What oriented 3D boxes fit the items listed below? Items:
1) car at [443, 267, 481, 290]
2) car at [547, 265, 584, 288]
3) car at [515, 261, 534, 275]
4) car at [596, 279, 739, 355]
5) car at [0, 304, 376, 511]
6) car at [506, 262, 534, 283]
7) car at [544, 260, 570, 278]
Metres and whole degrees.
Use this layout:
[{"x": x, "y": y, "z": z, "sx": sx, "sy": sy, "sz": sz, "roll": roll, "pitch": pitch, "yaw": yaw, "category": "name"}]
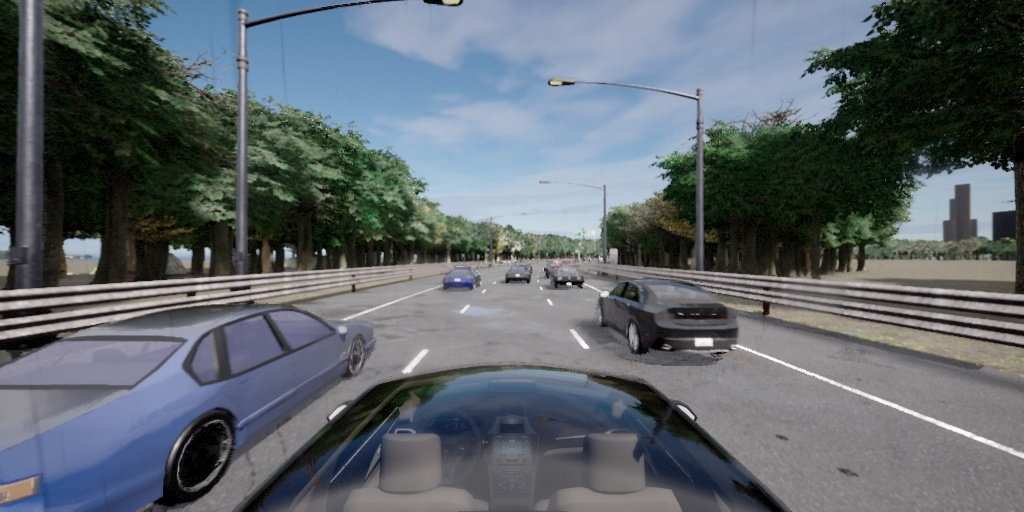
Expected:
[{"x": -3.190, "y": 1.421, "z": 23.492, "sx": 1.994, "sy": 1.385, "sz": 4.181, "roll": 0, "pitch": 0, "yaw": 2, "category": "car"}, {"x": 3.733, "y": 1.487, "z": 24.992, "sx": 1.895, "sy": 1.301, "sz": 4.718, "roll": 0, "pitch": 0, "yaw": 2, "category": "car"}, {"x": 1.621, "y": 1.466, "z": 44.475, "sx": 2.128, "sy": 1.511, "sz": 4.902, "roll": 0, "pitch": 0, "yaw": 5, "category": "car"}, {"x": 3.425, "y": 1.304, "z": 8.818, "sx": 1.837, "sy": 1.490, "sz": 4.892, "roll": 0, "pitch": 0, "yaw": 0, "category": "car"}, {"x": -3.449, "y": 1.301, "z": 4.308, "sx": 2.033, "sy": 1.411, "sz": 5.357, "roll": 0, "pitch": 0, "yaw": -1, "category": "car"}, {"x": 0.565, "y": 1.463, "z": 29.547, "sx": 1.994, "sy": 1.385, "sz": 4.181, "roll": 0, "pitch": 0, "yaw": 4, "category": "car"}, {"x": 4.410, "y": 1.438, "z": 36.950, "sx": 2.128, "sy": 1.511, "sz": 4.902, "roll": 0, "pitch": 0, "yaw": 4, "category": "car"}]
